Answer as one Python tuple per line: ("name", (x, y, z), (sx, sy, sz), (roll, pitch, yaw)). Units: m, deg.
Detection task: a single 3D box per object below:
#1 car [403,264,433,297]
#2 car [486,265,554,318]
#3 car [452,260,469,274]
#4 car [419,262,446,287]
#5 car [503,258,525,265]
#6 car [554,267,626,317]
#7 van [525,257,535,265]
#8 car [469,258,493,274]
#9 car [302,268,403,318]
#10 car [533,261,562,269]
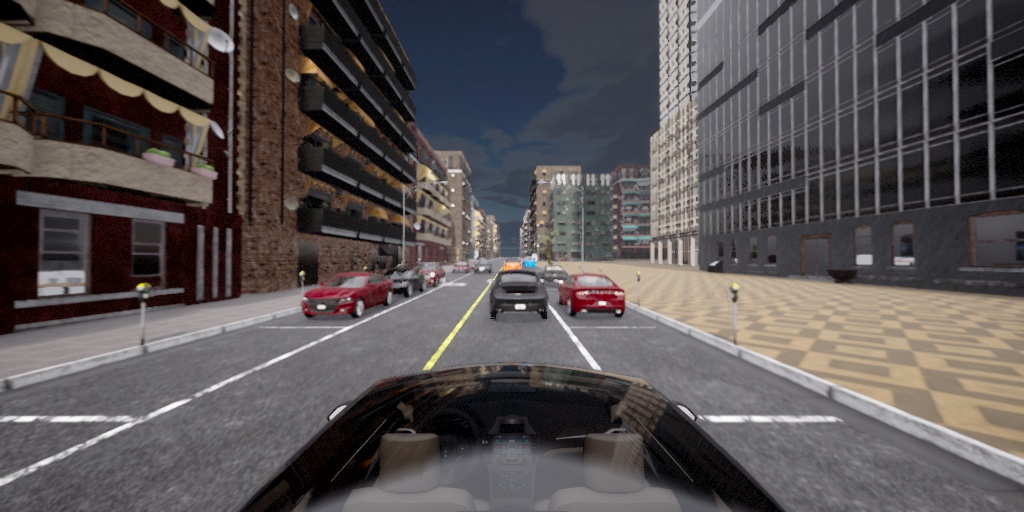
("car", (-5.690, 1.284, 18.510), (1.948, 1.339, 4.313), (0, 0, 0))
("car", (0.162, 1.234, 12.856), (1.837, 1.490, 4.892), (0, 0, -2))
("car", (-5.690, 1.261, 40.789), (1.802, 1.307, 4.207), (0, 0, 0))
("car", (-5.690, 1.148, 24.079), (1.967, 1.591, 4.097), (0, 0, 0))
("car", (0.100, 1.033, 39.822), (2.097, 1.767, 4.553), (0, 0, 0))
("car", (2.691, 1.274, 12.939), (1.888, 1.381, 4.507), (0, 0, 0))
("van", (2.718, 0.995, 55.315), (1.690, 1.789, 3.998), (0, 0, 0))
("car", (-3.066, 1.175, 39.105), (2.128, 1.511, 4.902), (0, 0, 0))
("car", (-5.690, 1.274, 12.940), (1.888, 1.381, 4.507), (0, 0, 0))
("car", (2.691, 1.259, 24.078), (2.007, 1.370, 4.403), (0, 0, 0))
